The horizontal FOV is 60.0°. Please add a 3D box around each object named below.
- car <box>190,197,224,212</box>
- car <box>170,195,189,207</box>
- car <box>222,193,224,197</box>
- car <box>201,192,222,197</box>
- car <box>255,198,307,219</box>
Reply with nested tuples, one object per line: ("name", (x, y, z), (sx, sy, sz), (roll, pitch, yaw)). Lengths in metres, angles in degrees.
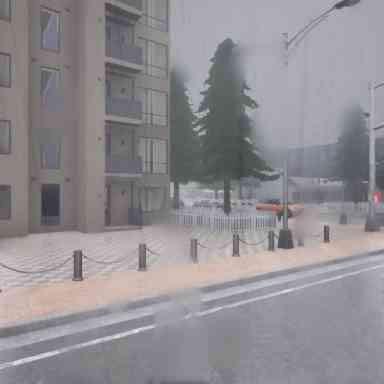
("car", (1.828, 1.579, 37.589), (1.994, 1.385, 4.181), (0, 0, -37))
("car", (-3.253, 1.563, 50.387), (2.033, 1.411, 5.357), (0, 0, -37))
("car", (7.475, 1.092, 94.733), (1.905, 1.878, 3.866), (0, 0, -37))
("car", (5.388, 1.113, 92.669), (1.932, 1.855, 4.605), (0, 0, -37))
("car", (7.872, 1.367, 29.600), (2.097, 1.767, 4.553), (0, 0, -37))
